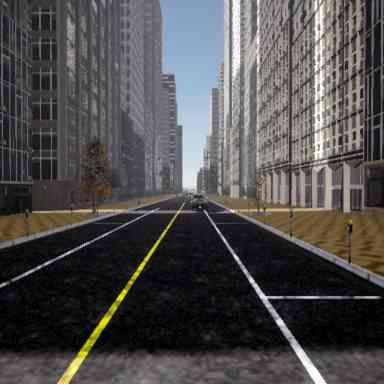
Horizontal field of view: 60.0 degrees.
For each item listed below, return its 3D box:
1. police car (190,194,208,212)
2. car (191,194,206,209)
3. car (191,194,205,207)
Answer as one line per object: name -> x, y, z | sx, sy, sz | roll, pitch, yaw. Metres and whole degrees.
police car -> 0.900, 1.434, 39.167 | 1.930, 1.638, 5.238 | 0, 0, 0
car -> 0.896, 1.300, 49.086 | 2.150, 2.045, 5.566 | 0, 0, 0
car -> 0.896, 1.325, 55.086 | 2.150, 2.045, 5.566 | 0, 0, 0
